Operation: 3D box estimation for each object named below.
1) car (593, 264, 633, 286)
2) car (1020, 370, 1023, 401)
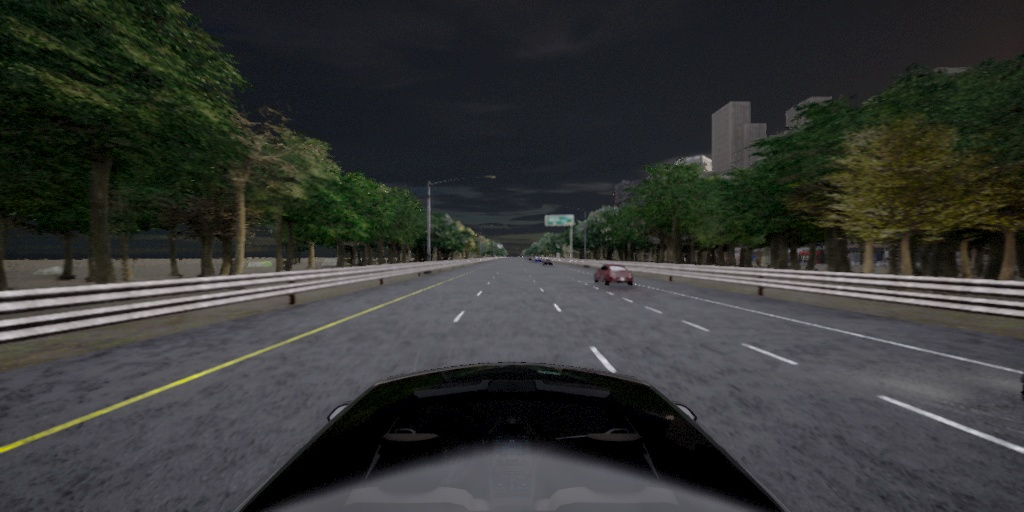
[{"bbox_3d":[7.025,1.284,25.104,1.812,1.442,4.674,0,0,0],"label":"car"},{"bbox_3d":[6.999,1.263,2.178,1.837,1.490,4.892,0,0,0],"label":"car"}]
